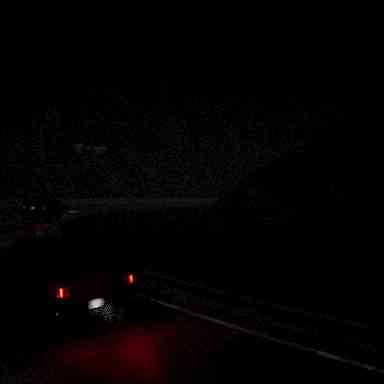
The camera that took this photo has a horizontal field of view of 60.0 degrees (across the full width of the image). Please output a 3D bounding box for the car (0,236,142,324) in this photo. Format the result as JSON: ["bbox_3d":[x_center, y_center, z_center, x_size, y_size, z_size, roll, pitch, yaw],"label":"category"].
[{"bbox_3d":[-3.174,1.648,7.378,1.895,1.301,4.718,0,-1,-43],"label":"car"}]

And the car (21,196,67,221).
[{"bbox_3d":[-12.945,1.400,29.045,2.150,2.045,5.566,0,0,-7],"label":"car"}]

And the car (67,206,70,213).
[{"bbox_3d":[-16.053,1.805,38.914,1.994,1.385,4.181,0,0,7],"label":"car"}]
